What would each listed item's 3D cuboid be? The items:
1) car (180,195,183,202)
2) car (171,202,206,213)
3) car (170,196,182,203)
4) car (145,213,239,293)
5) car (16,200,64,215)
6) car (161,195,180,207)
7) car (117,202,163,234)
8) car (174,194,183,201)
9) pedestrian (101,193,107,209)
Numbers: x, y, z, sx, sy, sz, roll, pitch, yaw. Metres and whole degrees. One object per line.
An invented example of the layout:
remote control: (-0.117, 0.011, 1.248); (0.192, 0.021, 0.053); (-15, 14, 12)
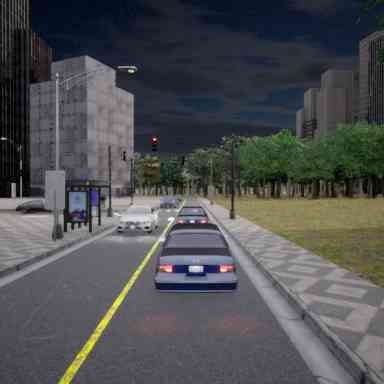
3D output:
car: (-3.168, 1.430, 56.103); (2.128, 1.511, 4.902); (0, 0, 0)
car: (0.050, 1.538, 19.322); (2.033, 1.411, 5.357); (0, 0, 1)
car: (-3.135, 1.483, 66.233); (1.994, 1.385, 4.181); (0, 0, 1)
car: (0.080, 1.545, 8.987); (2.033, 1.411, 5.357); (0, 0, 0)
car: (-14.480, 1.477, 32.063); (4.674, 1.442, 1.812); (0, 1, 1)
car: (-3.161, 1.307, 45.951); (2.097, 1.767, 4.553); (0, 0, 0)
car: (-3.007, 1.516, 19.362); (1.812, 1.442, 4.674); (0, 0, 1)
car: (-3.177, 1.352, 78.906); (2.128, 1.511, 4.902); (0, 0, 0)
pedestrian: (-10.138, 1.050, 38.174); (0.375, 1.860, 0.375); (0, 0, 1)
